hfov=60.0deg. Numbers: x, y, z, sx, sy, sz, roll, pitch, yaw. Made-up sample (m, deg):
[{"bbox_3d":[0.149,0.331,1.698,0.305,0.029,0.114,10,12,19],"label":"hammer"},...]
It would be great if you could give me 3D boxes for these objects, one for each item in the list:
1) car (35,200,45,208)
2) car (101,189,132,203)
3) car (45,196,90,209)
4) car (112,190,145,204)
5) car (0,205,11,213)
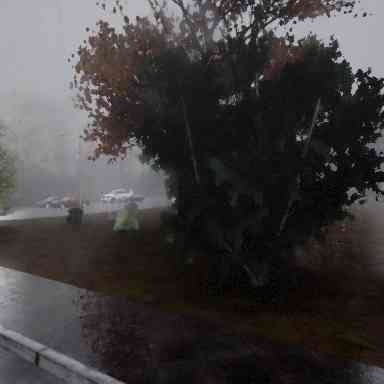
[{"bbox_3d":[-18.355,1.350,44.435,1.837,1.490,4.892,0,2,39],"label":"car"},{"bbox_3d":[-11.723,0.658,52.674,2.150,2.045,5.566,0,3,39],"label":"car"},{"bbox_3d":[-15.498,1.306,42.403,1.882,1.535,5.008,0,2,39],"label":"car"},{"bbox_3d":[-9.172,0.964,50.270,1.812,1.442,4.674,0,3,39],"label":"car"},{"bbox_3d":[-21.710,1.646,34.668,1.895,1.301,4.718,0,1,39],"label":"car"}]
